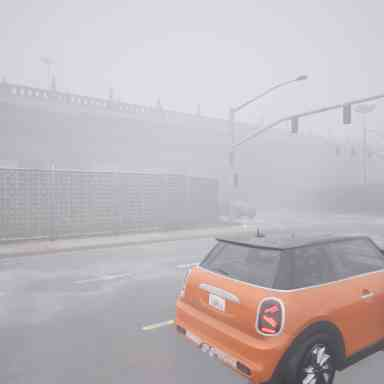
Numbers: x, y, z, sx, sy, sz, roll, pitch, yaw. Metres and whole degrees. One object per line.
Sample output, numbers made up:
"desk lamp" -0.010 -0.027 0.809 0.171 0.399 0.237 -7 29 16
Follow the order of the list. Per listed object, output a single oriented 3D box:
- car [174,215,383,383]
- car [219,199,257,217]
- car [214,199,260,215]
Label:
"car" 2.045 1.352 5.245 4.553 1.767 2.097 0 0 -35
"car" 3.799 1.560 30.679 1.837 1.490 4.892 0 0 -36
"car" 4.683 1.533 35.465 1.882 1.535 5.008 0 0 -35
